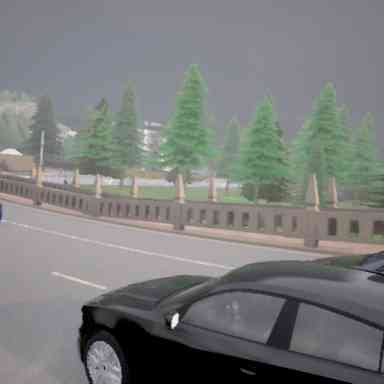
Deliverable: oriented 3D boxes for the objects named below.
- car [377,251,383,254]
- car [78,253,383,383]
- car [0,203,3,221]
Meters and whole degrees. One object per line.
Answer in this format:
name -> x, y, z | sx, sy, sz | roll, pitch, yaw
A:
car -> 3.853, 1.565, 5.543 | 4.181, 1.385, 1.994 | 0, 0, 35
car -> 0.915, 1.469, 3.339 | 5.008, 1.535, 1.882 | 1, 0, 35
car -> -11.158, 0.657, 16.215 | 5.008, 1.535, 1.882 | 6, 3, 35
